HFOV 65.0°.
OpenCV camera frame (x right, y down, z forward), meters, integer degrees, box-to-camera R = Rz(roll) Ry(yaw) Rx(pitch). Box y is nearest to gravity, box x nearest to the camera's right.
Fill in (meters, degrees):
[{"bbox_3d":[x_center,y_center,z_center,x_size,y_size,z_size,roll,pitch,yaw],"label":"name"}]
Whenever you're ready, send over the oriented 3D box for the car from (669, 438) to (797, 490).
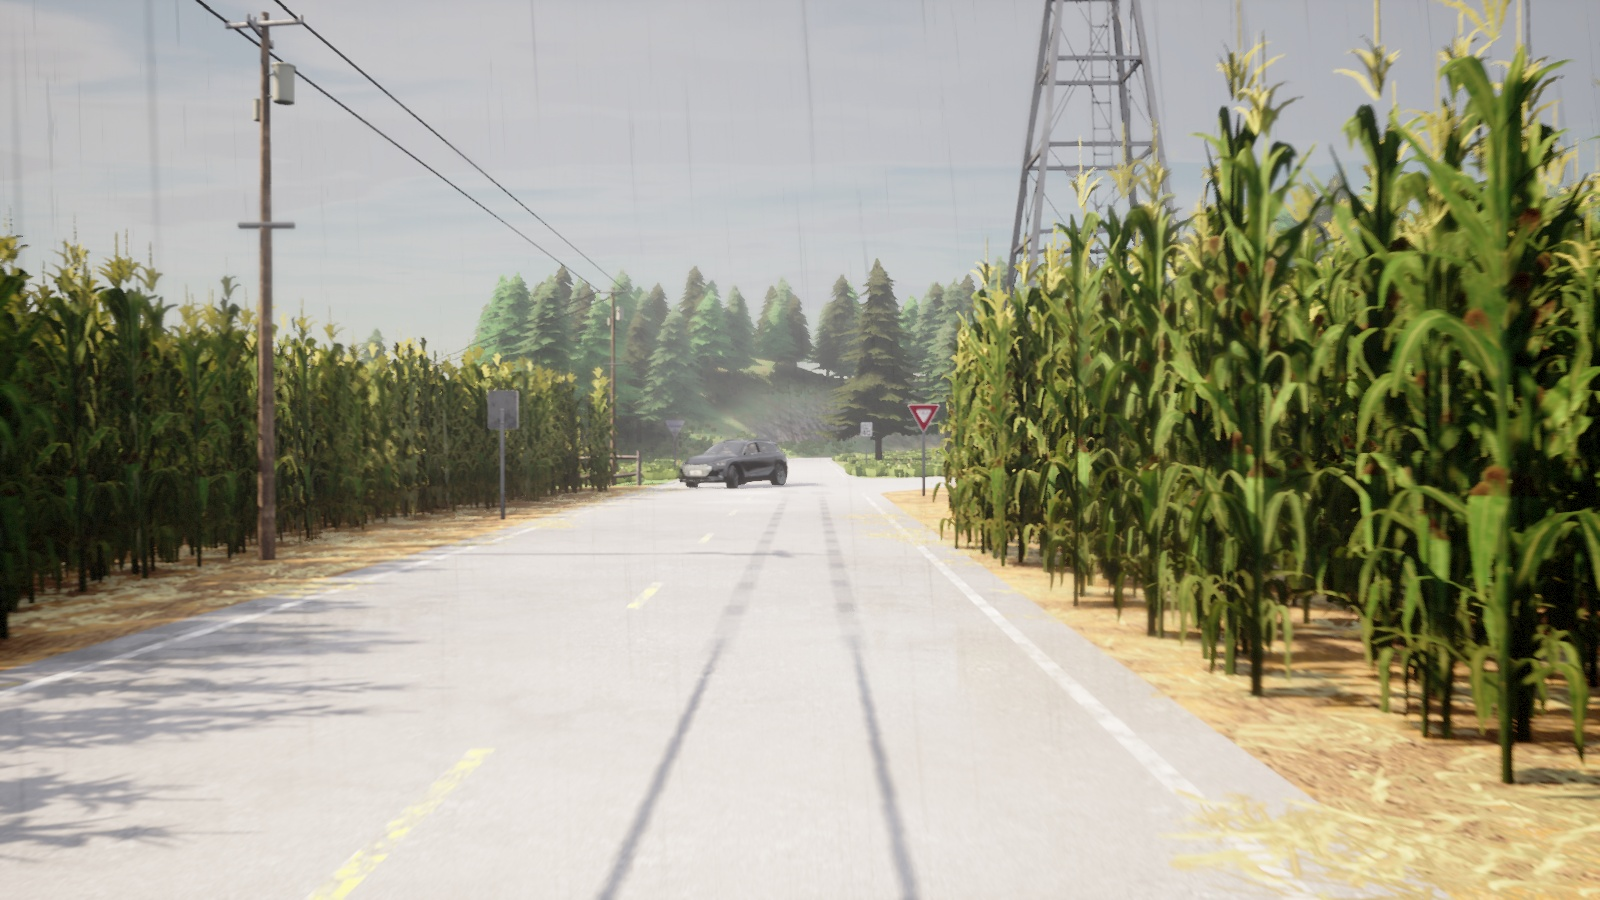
[{"bbox_3d":[-2.189,0.434,42.529,2.033,1.649,4.856,0,0,29],"label":"car"}]
